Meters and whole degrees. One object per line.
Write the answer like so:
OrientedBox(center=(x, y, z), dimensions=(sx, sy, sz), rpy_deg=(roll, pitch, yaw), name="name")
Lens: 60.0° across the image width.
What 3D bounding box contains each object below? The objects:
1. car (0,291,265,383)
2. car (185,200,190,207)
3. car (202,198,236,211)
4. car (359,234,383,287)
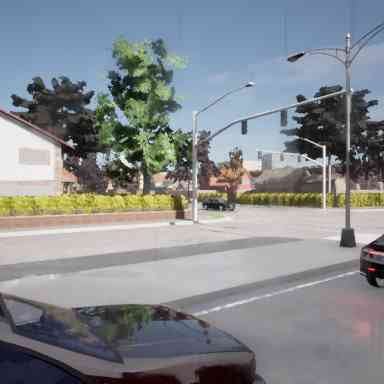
OrientedBox(center=(-1.921, 1.547, 2.379), dimensions=(5.357, 1.411, 2.033), rpy_deg=(0, 0, -35), name="car")
OrientedBox(center=(-2.194, 1.352, 47.502), dimensions=(2.097, 1.767, 4.553), rpy_deg=(0, 0, -36), name="car")
OrientedBox(center=(3.196, 1.505, 40.086), dimensions=(1.837, 1.490, 4.892), rpy_deg=(0, 0, -36), name="car")
OrientedBox(center=(5.998, 1.492, 8.063), dimensions=(4.902, 1.511, 2.128), rpy_deg=(0, 0, -35), name="car")
